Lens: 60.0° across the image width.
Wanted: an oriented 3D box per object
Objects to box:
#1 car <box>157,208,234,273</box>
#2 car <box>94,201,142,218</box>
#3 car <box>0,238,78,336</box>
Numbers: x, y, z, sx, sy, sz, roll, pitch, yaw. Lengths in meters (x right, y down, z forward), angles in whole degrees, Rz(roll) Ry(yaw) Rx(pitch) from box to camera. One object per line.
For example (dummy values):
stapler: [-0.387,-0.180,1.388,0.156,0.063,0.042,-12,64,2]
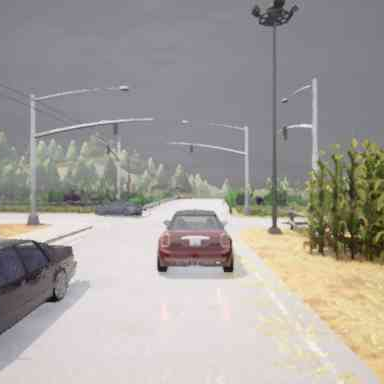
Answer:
car: [0.115,1.327,10.799,2.097,1.767,4.553,0,0,1]
car: [-6.511,1.484,29.381,4.181,1.385,1.994,1,0,20]
car: [-3.571,1.534,5.464,2.033,1.411,5.357,0,0,0]
